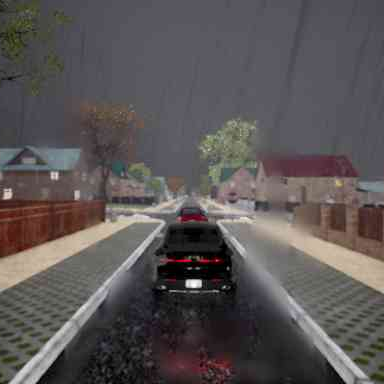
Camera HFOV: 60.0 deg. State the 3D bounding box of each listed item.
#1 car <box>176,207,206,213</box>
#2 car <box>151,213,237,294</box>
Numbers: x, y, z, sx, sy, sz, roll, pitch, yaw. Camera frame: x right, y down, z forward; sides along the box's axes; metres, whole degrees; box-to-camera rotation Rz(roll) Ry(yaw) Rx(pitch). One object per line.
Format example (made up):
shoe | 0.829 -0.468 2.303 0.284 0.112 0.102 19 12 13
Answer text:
car | -0.057 1.626 20.939 1.994 1.385 4.181 0 0 -1
car | 0.048 1.528 8.818 1.837 1.490 4.892 0 0 0
